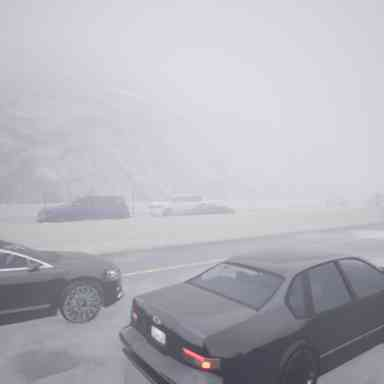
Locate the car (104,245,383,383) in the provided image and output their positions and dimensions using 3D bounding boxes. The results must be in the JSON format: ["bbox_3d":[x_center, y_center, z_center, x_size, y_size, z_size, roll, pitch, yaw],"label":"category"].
[{"bbox_3d":[1.689,1.548,4.950,5.357,1.411,2.033,0,0,-36],"label":"car"}]

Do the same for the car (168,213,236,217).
[{"bbox_3d":[0.702,1.492,21.693,4.902,1.511,2.128,0,0,-36],"label":"car"}]

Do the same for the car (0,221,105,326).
[{"bbox_3d":[-3.577,1.491,5.494,4.902,1.511,2.128,0,0,-35],"label":"car"}]

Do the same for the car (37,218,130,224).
[{"bbox_3d":[-6.642,1.222,20.751,5.566,2.045,2.150,0,0,-36],"label":"car"}]
